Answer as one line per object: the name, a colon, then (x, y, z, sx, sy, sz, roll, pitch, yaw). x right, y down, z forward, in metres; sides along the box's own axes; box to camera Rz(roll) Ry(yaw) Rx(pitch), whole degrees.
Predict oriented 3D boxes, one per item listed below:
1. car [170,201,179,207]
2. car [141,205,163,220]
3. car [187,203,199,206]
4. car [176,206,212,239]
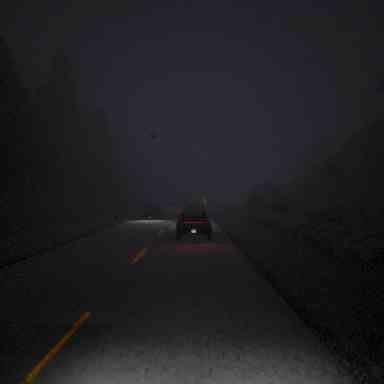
car: (-3.991, 2.658, 75.670, 1.994, 1.385, 4.181, 0, -1, 0)
car: (-4.092, 2.091, 34.931, 2.033, 1.411, 5.357, 0, -1, 0)
car: (0.101, 2.130, 40.993, 2.128, 1.511, 4.902, 0, -1, 0)
car: (0.100, 1.791, 19.125, 2.128, 1.511, 4.902, 0, -1, 0)
